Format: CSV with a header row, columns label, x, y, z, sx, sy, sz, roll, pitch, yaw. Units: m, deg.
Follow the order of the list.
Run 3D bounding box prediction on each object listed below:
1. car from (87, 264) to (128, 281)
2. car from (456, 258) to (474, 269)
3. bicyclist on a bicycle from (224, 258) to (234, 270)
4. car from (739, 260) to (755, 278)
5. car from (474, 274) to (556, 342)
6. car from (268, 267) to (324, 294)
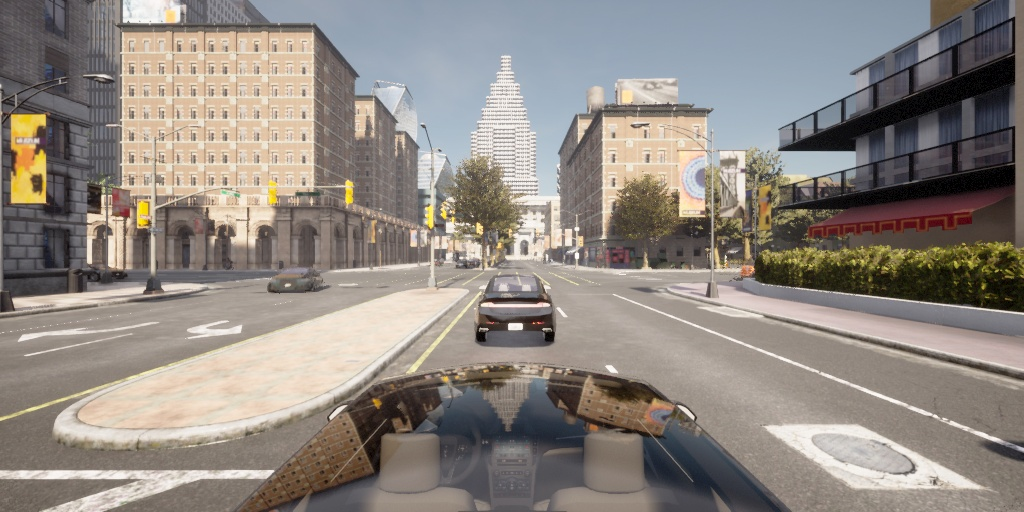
label,x,y,z,sx,sy,sz,roll,pitch,yaw
car,-34.159,1.314,29.252,4.181,1.385,1.994,0,0,0
car,-8.002,1.241,58.545,2.128,1.511,4.902,0,0,0
bicyclist on a bicycle,-37.237,1.050,47.206,0.582,1.620,1.656,0,0,0
car,21.449,1.102,29.474,4.553,1.767,2.097,0,0,0
car,0.082,1.242,9.797,2.128,1.511,4.902,0,0,0
car,-12.149,1.314,20.449,1.994,1.385,4.181,0,0,-17
